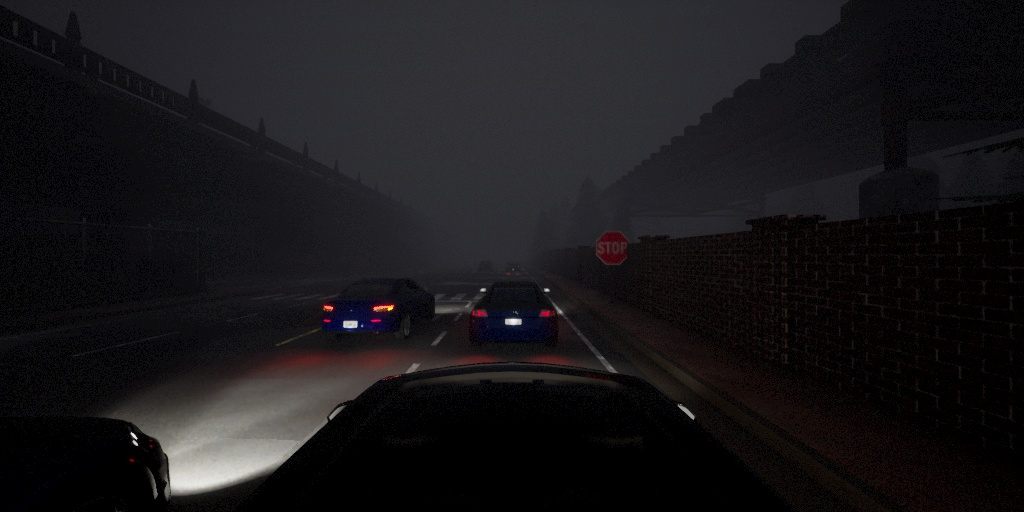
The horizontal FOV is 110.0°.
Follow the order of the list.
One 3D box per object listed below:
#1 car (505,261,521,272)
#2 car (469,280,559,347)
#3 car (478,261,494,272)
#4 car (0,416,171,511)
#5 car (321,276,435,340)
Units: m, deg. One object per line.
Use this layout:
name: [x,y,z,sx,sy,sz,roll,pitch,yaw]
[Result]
car: [0.115,1.351,46.149,1.895,1.301,4.718,0,0,-1]
car: [0.072,1.314,9.335,1.994,1.385,4.181,0,0,1]
car: [-3.380,1.297,45.981,2.033,1.411,5.357,0,0,-1]
car: [-3.399,1.314,0.763,1.994,1.385,4.181,0,0,0]
car: [-3.410,1.276,9.859,1.812,1.442,4.674,0,0,0]
